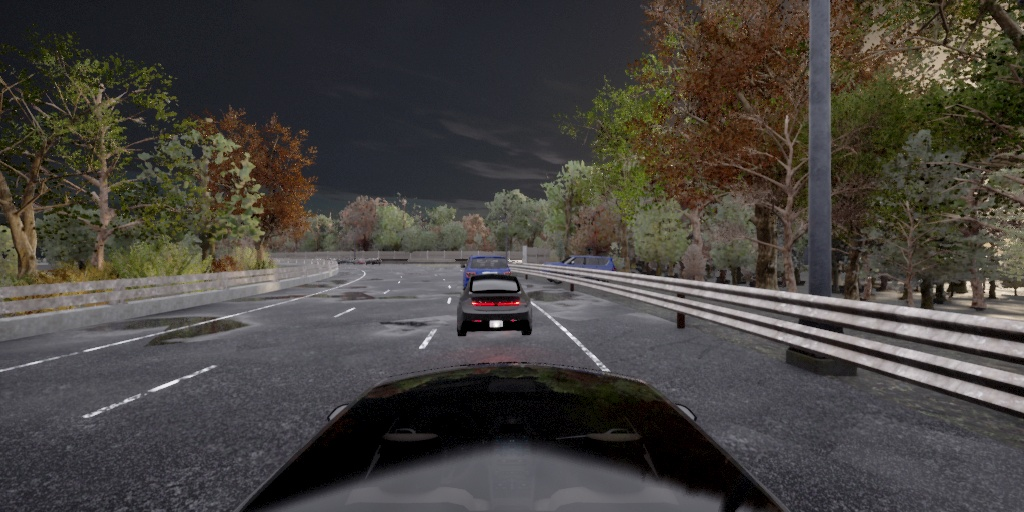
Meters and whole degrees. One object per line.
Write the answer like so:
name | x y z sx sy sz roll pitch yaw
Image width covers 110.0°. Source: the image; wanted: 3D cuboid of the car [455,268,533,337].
car | -0.559 1.254 10.345 1.837 1.490 4.892 0 0 -5

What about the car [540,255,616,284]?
car | 4.830 0.950 26.141 5.566 2.045 2.150 3 1 -9

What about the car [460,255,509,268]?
car | -1.330 0.970 17.830 2.150 2.045 5.566 0 0 -8
